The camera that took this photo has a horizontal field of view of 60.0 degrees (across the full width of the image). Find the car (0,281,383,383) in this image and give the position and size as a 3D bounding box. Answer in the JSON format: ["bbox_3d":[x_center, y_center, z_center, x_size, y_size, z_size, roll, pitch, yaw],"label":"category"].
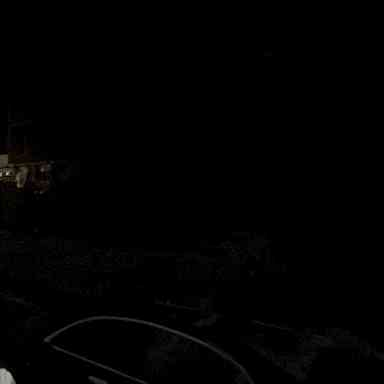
[{"bbox_3d":[-0.200,1.552,3.029,4.403,1.369,2.008,0,0,36],"label":"car"}]
